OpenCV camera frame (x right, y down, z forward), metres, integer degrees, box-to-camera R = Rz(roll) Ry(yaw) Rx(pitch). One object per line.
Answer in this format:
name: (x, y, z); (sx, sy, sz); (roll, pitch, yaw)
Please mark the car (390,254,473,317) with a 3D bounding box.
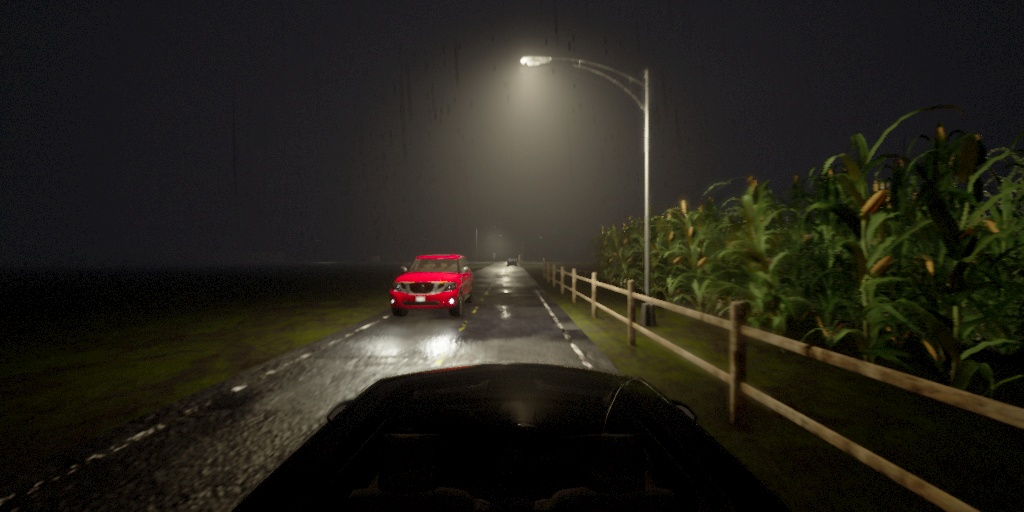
car: (-2.749, 0.953, 13.555); (2.150, 2.045, 5.566); (0, 0, 0)
